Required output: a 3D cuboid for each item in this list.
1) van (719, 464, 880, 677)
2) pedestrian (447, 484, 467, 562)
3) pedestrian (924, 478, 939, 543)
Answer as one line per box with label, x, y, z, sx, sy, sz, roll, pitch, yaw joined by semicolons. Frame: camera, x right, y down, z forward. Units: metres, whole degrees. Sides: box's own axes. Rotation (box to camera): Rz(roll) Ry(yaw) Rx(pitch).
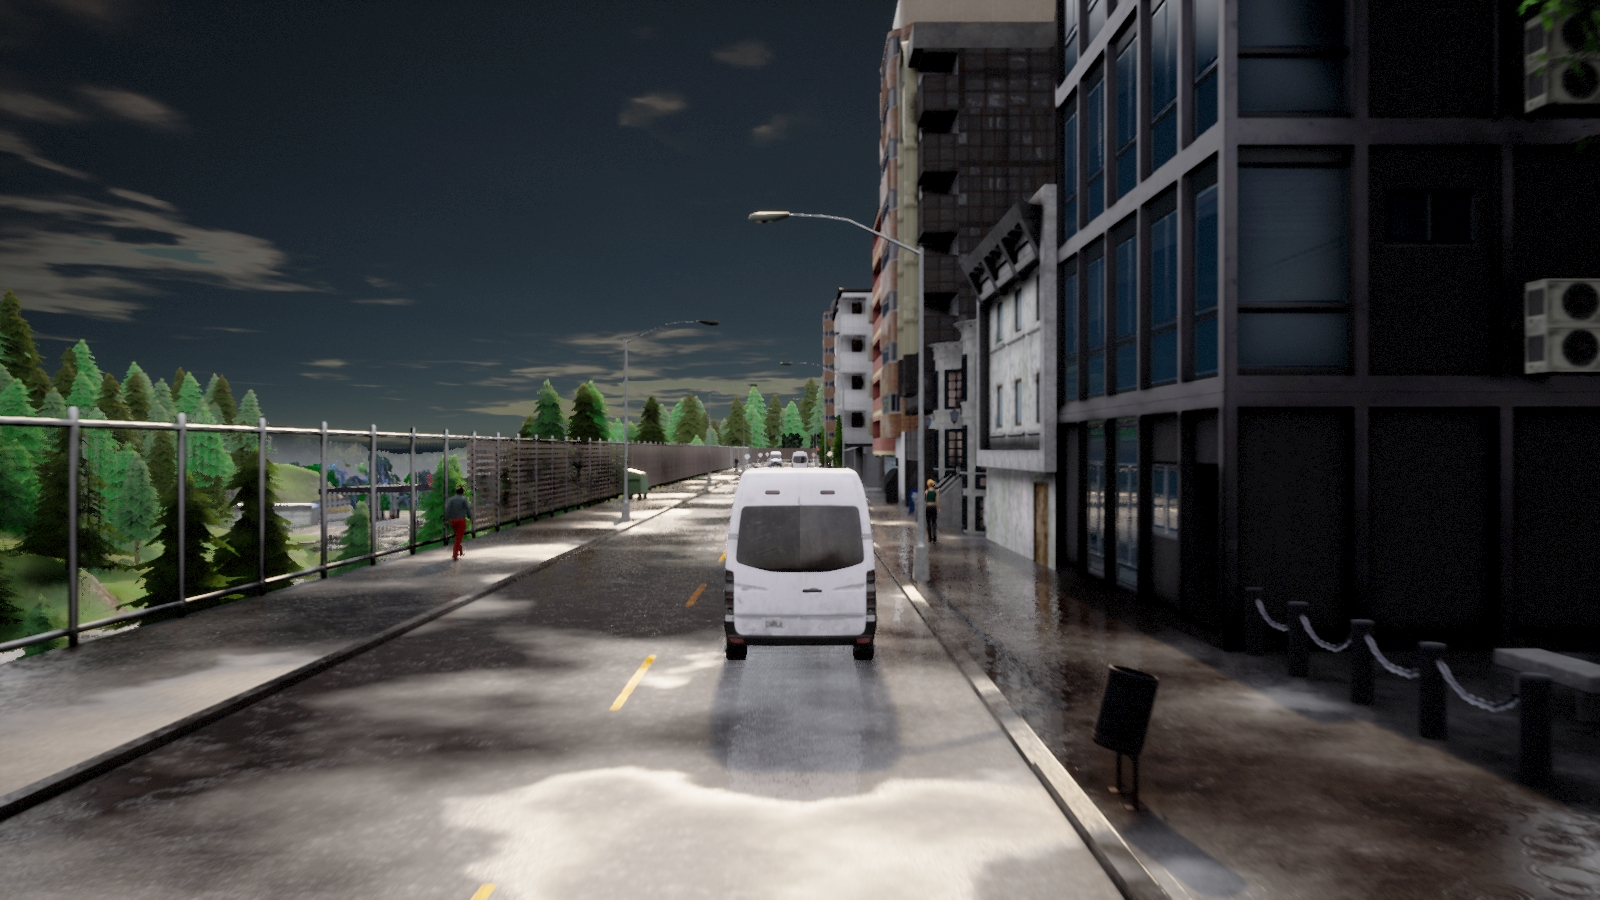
van;-0.004;1.534;17.098;1.988;2.561;5.915;0;0;0
pedestrian;-8.261;1.745;27.544;0.375;1.860;0.375;0;0;1
pedestrian;3.806;1.744;33.033;0.375;1.860;0.375;0;0;-3
